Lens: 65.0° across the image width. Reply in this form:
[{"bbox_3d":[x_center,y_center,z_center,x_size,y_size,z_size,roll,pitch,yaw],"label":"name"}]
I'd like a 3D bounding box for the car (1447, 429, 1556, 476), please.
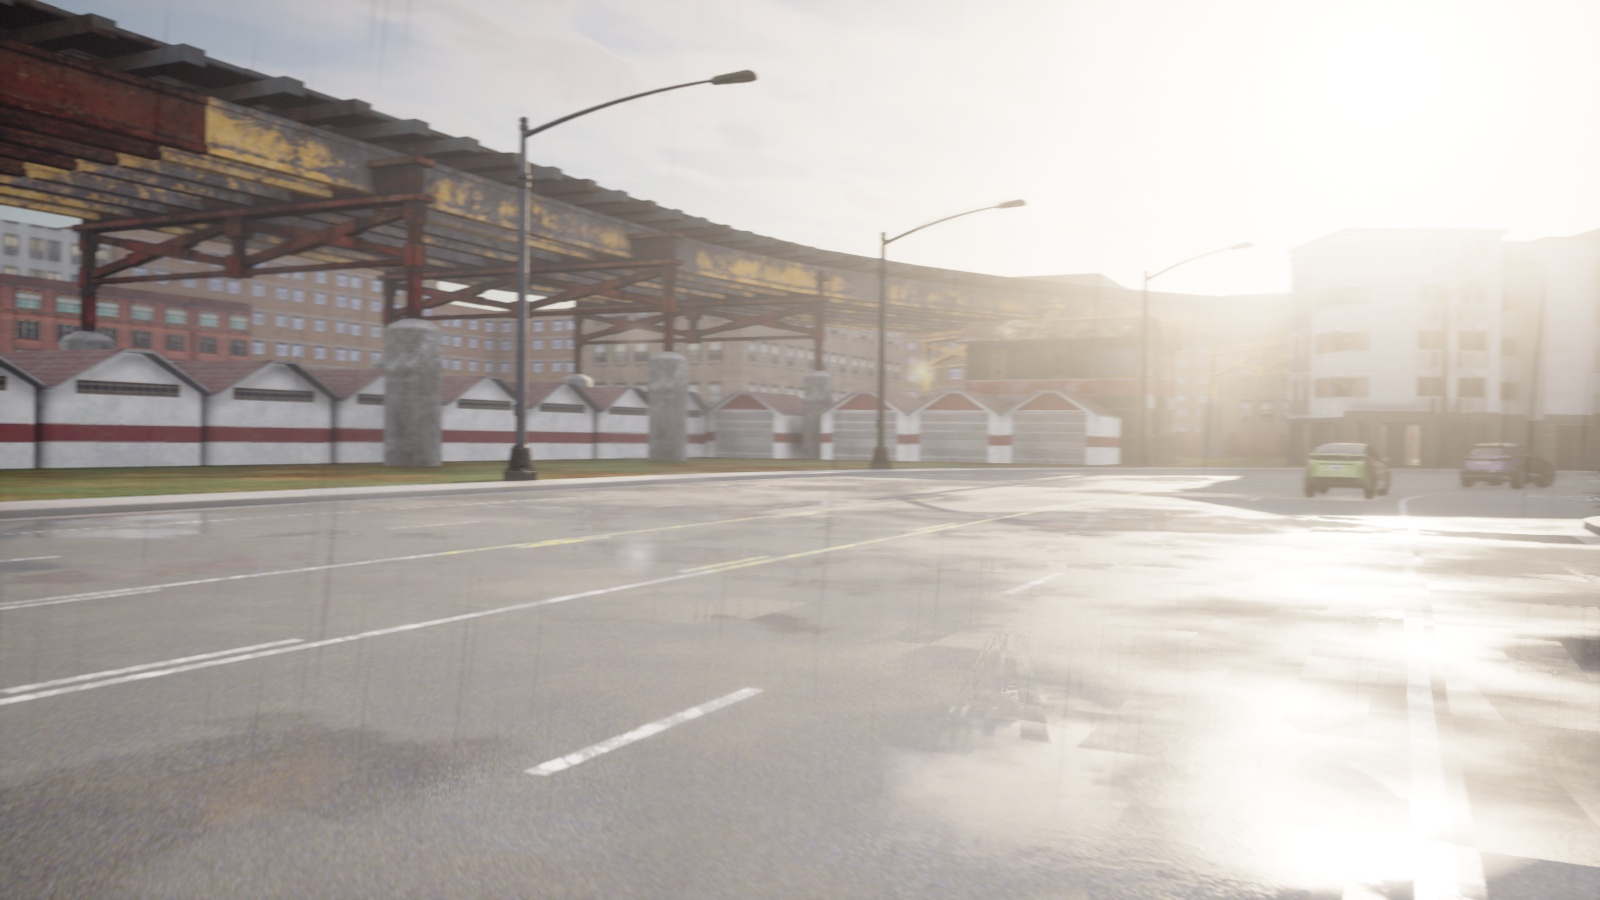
[{"bbox_3d":[25.638,0.072,45.826,4.856,1.649,2.033,-1,0,-43],"label":"car"}]

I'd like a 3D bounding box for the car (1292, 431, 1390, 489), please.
[{"bbox_3d":[15.546,0.242,35.932,2.007,1.525,4.514,0,1,31],"label":"car"}]
